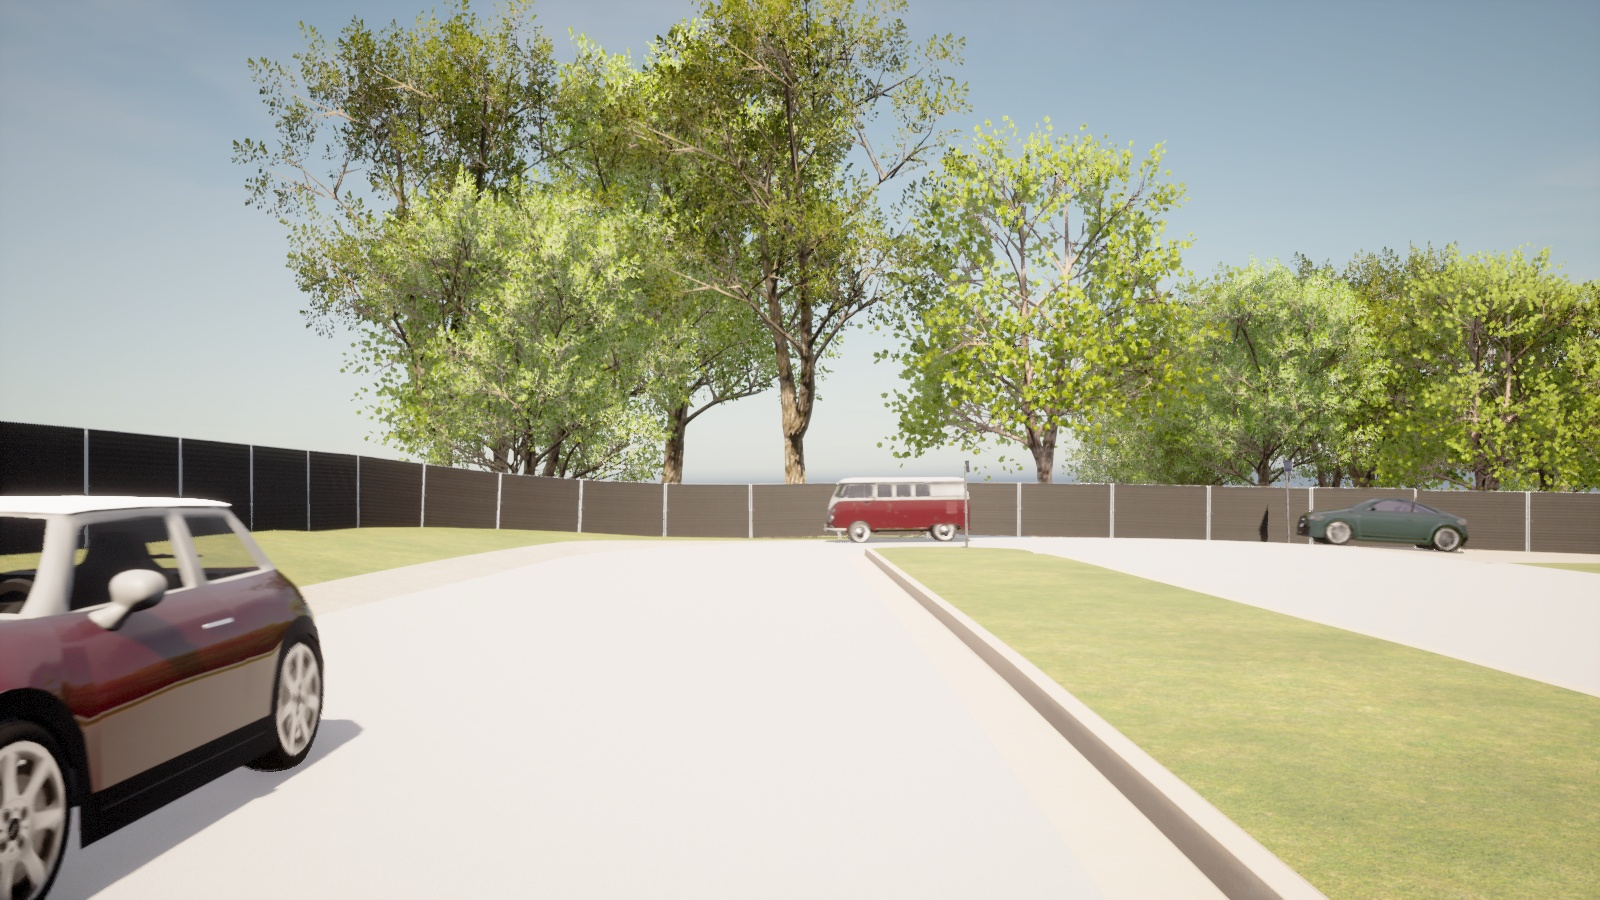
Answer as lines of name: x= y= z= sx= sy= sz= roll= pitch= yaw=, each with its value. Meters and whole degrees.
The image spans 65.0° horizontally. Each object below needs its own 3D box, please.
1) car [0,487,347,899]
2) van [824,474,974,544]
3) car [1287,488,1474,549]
car: x=-3.571 y=0.923 z=5.273 sx=1.970 sy=1.475 sz=3.806 roll=-1 pitch=-1 yaw=0
van: x=2.969 y=1.792 z=38.408 sx=4.442 sy=1.987 sz=1.775 roll=-1 pitch=-2 yaw=1
car: x=15.522 y=1.830 z=33.808 sx=4.181 sy=1.385 sz=1.994 roll=2 pitch=-2 yaw=11
